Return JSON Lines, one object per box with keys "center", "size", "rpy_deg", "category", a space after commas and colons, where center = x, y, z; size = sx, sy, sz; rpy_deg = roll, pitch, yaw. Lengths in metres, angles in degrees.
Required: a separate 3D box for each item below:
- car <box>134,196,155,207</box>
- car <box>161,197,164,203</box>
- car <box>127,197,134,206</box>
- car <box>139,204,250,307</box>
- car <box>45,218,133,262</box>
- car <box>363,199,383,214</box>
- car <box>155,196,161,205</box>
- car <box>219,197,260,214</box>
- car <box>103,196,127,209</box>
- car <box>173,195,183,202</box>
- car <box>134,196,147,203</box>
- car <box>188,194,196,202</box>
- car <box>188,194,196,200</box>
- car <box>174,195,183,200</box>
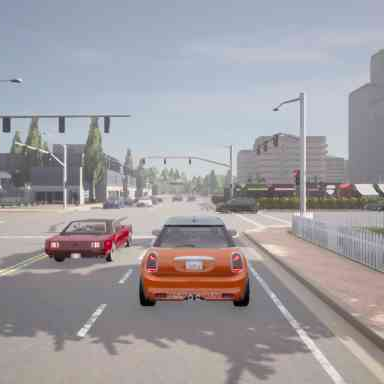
{"center": [-7.115, 1.526, 50.226], "size": [1.812, 1.442, 4.674], "rpy_deg": [0, 0, 0], "category": "car"}
{"center": [-7.041, 1.595, 69.411], "size": [1.895, 1.301, 4.718], "rpy_deg": [0, 0, 0], "category": "car"}
{"center": [-10.622, 1.564, 53.814], "size": [1.994, 1.385, 4.181], "rpy_deg": [0, 0, 0], "category": "car"}
{"center": [0.059, 1.352, 8.167], "size": [2.097, 1.767, 4.553], "rpy_deg": [0, 0, 0], "category": "car"}
{"center": [-3.423, 1.601, 12.061], "size": [1.895, 1.301, 4.718], "rpy_deg": [0, 0, 0], "category": "car"}
{"center": [20.739, 1.491, 35.071], "size": [4.902, 1.511, 2.128], "rpy_deg": [0, 0, -1], "category": "car"}
{"center": [-7.107, 1.505, 59.332], "size": [1.837, 1.490, 4.892], "rpy_deg": [0, 0, 0], "category": "car"}
{"center": [4.730, 1.351, 34.690], "size": [4.553, 1.767, 2.097], "rpy_deg": [0, 0, -1], "category": "car"}
{"center": [-10.620, 1.352, 45.192], "size": [2.097, 1.767, 4.553], "rpy_deg": [0, 0, 0], "category": "car"}
{"center": [-3.546, 1.513, 77.820], "size": [1.812, 1.442, 4.674], "rpy_deg": [0, 0, 0], "category": "car"}
{"center": [-10.550, 1.563, 67.871], "size": [1.994, 1.385, 4.181], "rpy_deg": [0, 0, 0], "category": "car"}
{"center": [-0.046, 1.531, 77.503], "size": [2.033, 1.411, 5.357], "rpy_deg": [0, 0, 0], "category": "car"}
{"center": [-0.052, 1.398, 87.778], "size": [2.128, 1.511, 4.902], "rpy_deg": [0, 0, 0], "category": "car"}
{"center": [-3.552, 1.425, 87.774], "size": [1.994, 1.385, 4.181], "rpy_deg": [0, 0, 0], "category": "car"}
